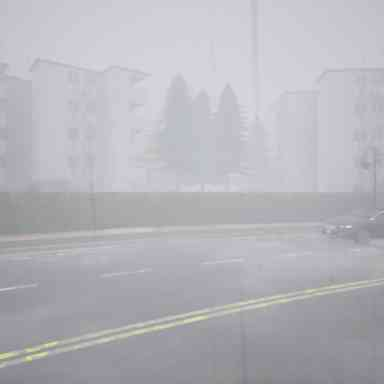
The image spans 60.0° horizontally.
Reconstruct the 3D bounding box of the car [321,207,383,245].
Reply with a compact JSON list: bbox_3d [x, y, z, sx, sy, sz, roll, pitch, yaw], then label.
[{"bbox_3d":[8.184,1.422,14.831,4.902,1.511,2.128,0,0,-16],"label":"car"}]

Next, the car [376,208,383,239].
[{"bbox_3d":[9.283,1.439,11.561,5.008,1.535,1.882,0,0,-15],"label":"car"}]
